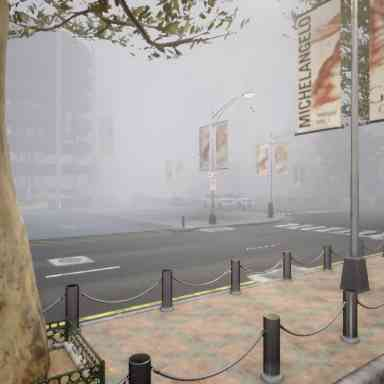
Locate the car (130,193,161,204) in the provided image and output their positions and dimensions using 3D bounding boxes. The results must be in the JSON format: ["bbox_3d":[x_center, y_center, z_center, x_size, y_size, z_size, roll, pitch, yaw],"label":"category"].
[{"bbox_3d":[-9.088,1.221,62.283,5.566,2.045,2.150,0,0,40],"label":"car"}]

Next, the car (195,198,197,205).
[{"bbox_3d":[0.715,1.601,56.502,1.895,1.301,4.718,0,0,-37],"label":"car"}]

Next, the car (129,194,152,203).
[{"bbox_3d":[-11.237,1.355,72.586,4.553,1.767,2.097,0,0,26],"label":"car"}]

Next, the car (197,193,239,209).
[{"bbox_3d":[3.569,1.221,46.552,2.150,2.045,5.566,0,0,-35],"label":"car"}]

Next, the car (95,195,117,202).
[{"bbox_3d":[-20.478,1.450,76.304,4.892,1.490,1.837,0,0,12],"label":"car"}]

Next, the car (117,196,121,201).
[{"bbox_3d":[-19.513,1.418,79.668,5.008,1.535,1.882,0,0,12],"label":"car"}]

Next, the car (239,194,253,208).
[{"bbox_3d":[6.425,1.221,48.576,2.150,2.045,5.566,0,0,-35],"label":"car"}]

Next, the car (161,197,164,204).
[{"bbox_3d":[-5.765,1.601,63.974,4.718,1.301,1.895,0,0,43],"label":"car"}]

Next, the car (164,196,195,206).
[{"bbox_3d":[-2.147,1.505,54.463,1.837,1.490,4.892,0,0,-37],"label":"car"}]

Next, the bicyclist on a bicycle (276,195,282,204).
[{"bbox_3d":[15.736,1.301,60.476,1.656,1.620,0.582,0,0,-36],"label":"bicyclist on a bicycle"}]
